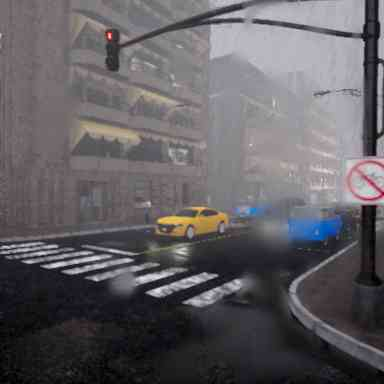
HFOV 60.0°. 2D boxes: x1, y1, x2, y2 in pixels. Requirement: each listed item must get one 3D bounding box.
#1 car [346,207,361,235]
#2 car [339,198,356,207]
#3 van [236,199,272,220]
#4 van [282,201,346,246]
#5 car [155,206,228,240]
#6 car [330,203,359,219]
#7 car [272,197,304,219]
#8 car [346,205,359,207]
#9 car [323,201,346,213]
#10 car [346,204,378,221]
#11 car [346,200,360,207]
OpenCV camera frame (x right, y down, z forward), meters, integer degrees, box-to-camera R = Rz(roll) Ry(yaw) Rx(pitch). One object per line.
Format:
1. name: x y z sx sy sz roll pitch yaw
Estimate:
1. car: 9.061 1.809 20.696 1.947 1.339 4.313 0 -1 35
2. car: 31.056 2.039 66.160 2.192 1.841 5.009 0 -1 35
3. van: 5.426 1.537 30.003 1.690 1.788 3.998 0 -1 35
4. van: 5.996 1.520 16.081 1.690 1.788 3.998 0 -1 35
5. car: 0.112 1.555 17.997 1.882 1.535 5.008 1 0 35
6. car: 16.096 1.961 35.016 1.994 1.385 4.181 1 0 35
7. car: 8.605 1.476 29.972 2.150 2.045 5.566 1 0 35
8. car: 12.264 1.891 25.215 1.802 1.307 4.206 0 -1 35
9. car: 19.227 1.997 44.812 1.812 1.442 4.674 1 0 36
10. car: 15.468 1.926 29.735 2.008 1.369 4.403 0 -1 35
11. car: 34.260 2.334 70.677 1.887 1.381 4.507 0 -1 35
